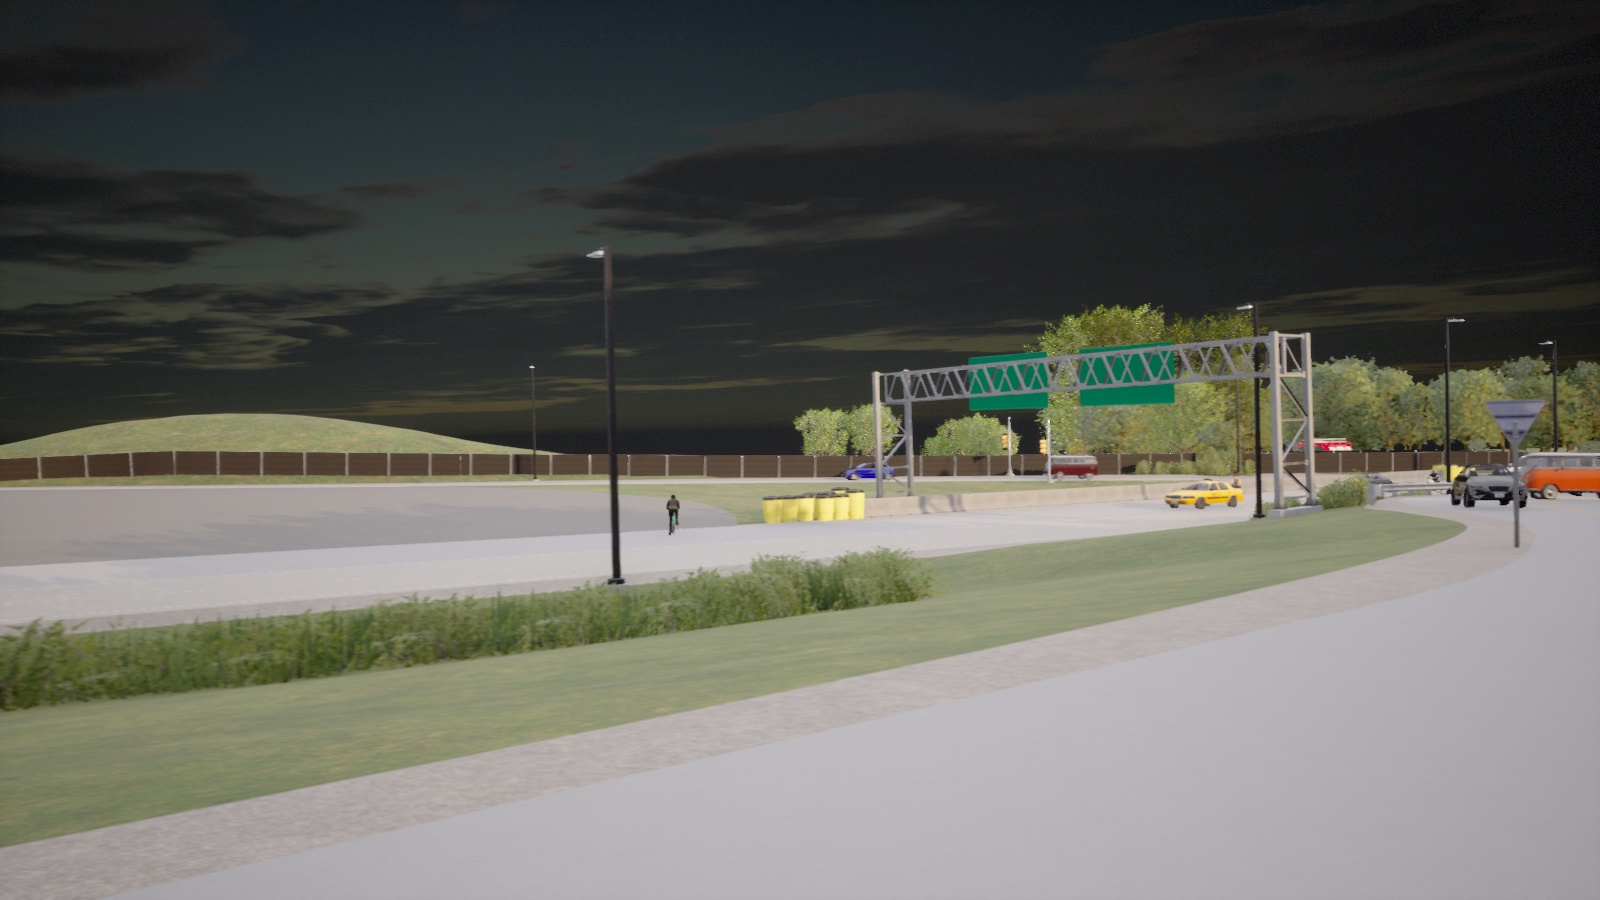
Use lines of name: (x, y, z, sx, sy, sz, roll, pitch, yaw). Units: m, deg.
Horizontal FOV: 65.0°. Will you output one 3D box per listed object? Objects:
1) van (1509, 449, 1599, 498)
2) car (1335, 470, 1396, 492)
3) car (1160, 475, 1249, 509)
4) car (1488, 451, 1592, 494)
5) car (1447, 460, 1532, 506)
van: (32.162, 0.964, 52.115, 4.442, 1.987, 1.775, 0, -1, 14)
car: (38.033, 2.065, 84.416, 4.181, 1.385, 1.994, -1, 0, -38)
car: (21.679, 2.214, 67.151, 5.366, 1.575, 1.801, -1, 0, -38)
car: (36.567, 1.086, 61.972, 5.566, 2.045, 2.150, 1, 0, -33)
car: (23.188, 1.102, 42.382, 1.816, 1.474, 4.193, -1, -1, 19)
